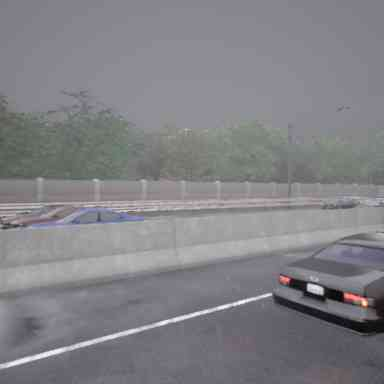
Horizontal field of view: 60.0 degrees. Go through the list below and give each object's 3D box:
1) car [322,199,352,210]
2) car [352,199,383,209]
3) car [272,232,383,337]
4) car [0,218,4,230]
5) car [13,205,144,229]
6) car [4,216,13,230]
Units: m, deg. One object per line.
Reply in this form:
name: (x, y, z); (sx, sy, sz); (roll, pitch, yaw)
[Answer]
car: (16.336, 1.471, 36.477); (4.718, 1.301, 1.895); (0, 0, -34)
car: (18.738, 1.399, 33.864); (4.674, 1.442, 1.812); (0, 0, -34)
car: (3.928, 1.518, 6.508); (5.357, 1.411, 2.033); (0, 0, -35)
car: (-8.216, 1.517, 19.602); (5.357, 1.411, 2.033); (0, 0, -35)
car: (-4.361, 1.452, 13.748); (5.008, 1.535, 1.882); (0, 0, -35)
car: (-6.304, 1.450, 16.662); (5.008, 1.535, 1.882); (0, 0, -35)
